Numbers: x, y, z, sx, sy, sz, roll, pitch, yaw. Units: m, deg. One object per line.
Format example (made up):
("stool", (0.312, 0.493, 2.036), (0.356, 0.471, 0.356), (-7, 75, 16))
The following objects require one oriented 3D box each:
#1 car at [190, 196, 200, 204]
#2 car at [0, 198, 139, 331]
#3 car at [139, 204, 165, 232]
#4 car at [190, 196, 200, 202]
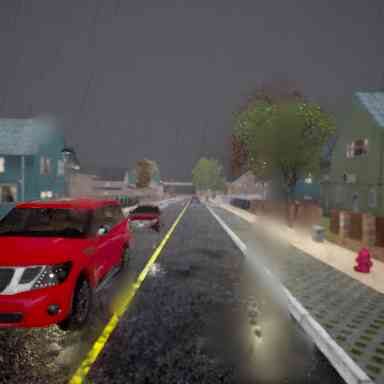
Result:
("car", (0.623, 1.653, 65.587), (1.812, 1.442, 4.674), (1, 0, 1))
("car", (-2.787, 1.178, 7.161), (2.150, 2.045, 5.566), (1, 0, 1))
("car", (-2.657, 1.490, 19.881), (1.812, 1.442, 4.674), (1, 0, 1))
("car", (0.719, 1.579, 75.415), (2.033, 1.411, 5.357), (1, 0, 1))
